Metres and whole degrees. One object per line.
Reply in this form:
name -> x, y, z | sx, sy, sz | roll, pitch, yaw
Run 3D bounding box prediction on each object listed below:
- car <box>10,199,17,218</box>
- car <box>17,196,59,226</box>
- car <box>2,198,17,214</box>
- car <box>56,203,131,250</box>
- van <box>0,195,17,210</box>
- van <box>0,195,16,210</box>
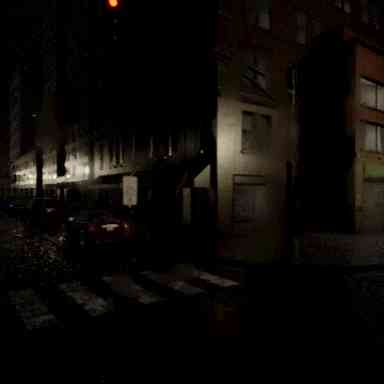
car -> -13.863, 1.562, 28.196 | 1.947, 1.339, 4.313 | 0, 0, -35
car -> -10.666, 1.316, 23.617 | 2.192, 1.841, 5.009 | 0, 0, -35
car -> -17.060, 1.539, 32.777 | 2.008, 1.369, 4.403 | 0, 0, -35
car -> -4.273, 1.448, 14.457 | 1.967, 1.590, 4.097 | 0, 0, -35
van -> -20.256, 1.320, 37.357 | 1.690, 1.788, 3.998 | 0, 0, -35
van -> -23.453, 1.309, 41.936 | 1.690, 1.788, 3.998 | 0, 0, -35
